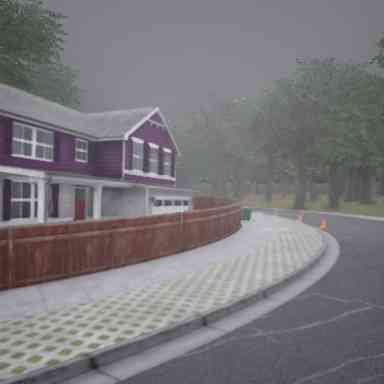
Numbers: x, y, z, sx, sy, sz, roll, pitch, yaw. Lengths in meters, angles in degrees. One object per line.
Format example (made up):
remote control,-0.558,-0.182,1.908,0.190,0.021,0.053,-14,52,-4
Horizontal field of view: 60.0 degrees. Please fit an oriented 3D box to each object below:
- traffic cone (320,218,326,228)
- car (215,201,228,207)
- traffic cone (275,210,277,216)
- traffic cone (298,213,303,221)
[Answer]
traffic cone,8.036,1.900,20.287,0.340,0.580,0.340,1,0,6
car,3.069,1.381,43.067,1.994,1.385,4.181,2,0,-28
traffic cone,7.402,1.826,29.329,0.340,0.580,0.340,1,0,-14
traffic cone,8.127,1.867,24.836,0.340,0.580,0.340,1,0,-4
